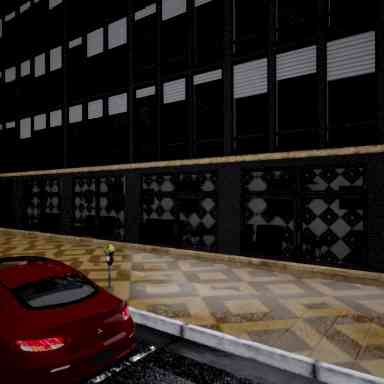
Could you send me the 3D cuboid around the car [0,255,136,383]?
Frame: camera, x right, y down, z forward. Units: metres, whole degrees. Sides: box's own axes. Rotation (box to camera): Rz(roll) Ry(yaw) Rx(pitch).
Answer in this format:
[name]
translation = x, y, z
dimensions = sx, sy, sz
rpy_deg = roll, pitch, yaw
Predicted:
[car]
translation = -2.627, 1.582, 4.701
dimensions = 4.206, 1.307, 1.802
rpy_deg = 0, 0, 35
